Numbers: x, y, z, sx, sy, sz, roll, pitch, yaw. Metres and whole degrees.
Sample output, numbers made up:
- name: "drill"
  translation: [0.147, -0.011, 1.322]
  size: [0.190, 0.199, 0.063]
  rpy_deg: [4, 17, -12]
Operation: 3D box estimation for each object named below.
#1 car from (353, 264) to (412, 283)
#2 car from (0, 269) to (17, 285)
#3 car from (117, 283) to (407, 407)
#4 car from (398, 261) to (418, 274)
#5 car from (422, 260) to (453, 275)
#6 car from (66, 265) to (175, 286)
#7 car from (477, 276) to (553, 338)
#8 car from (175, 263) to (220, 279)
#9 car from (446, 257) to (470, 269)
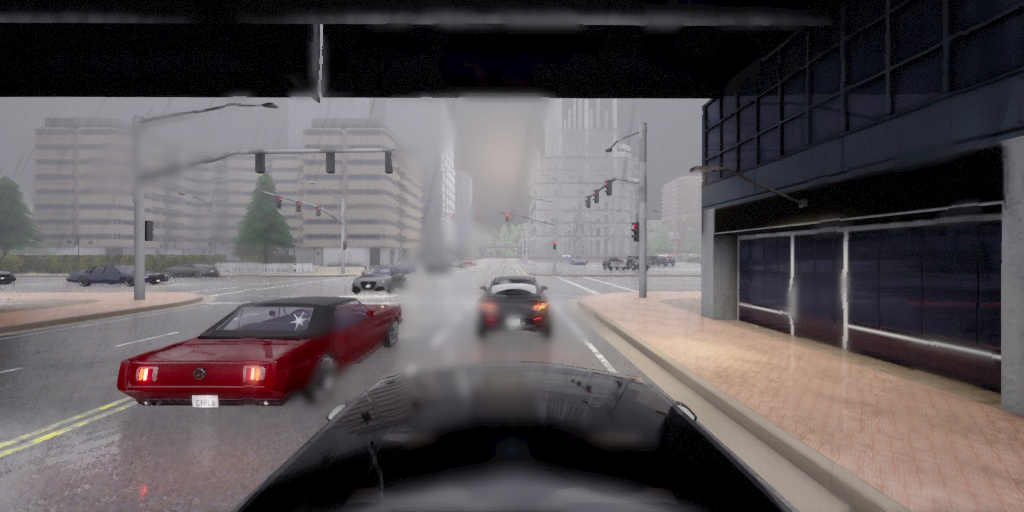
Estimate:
- name: "car"
  translation: [-7.248, 1.314, 19.969]
  size: [1.994, 1.385, 4.181]
  rpy_deg: [0, 0, -1]
- name: "car"
  translation: [-36.874, 1.255, 24.264]
  size: [4.892, 1.490, 1.837]
  rpy_deg: [0, 0, 0]
- name: "car"
  translation: [-3.439, 1.351, 6.262]
  size: [1.895, 1.301, 4.718]
  rpy_deg: [0, 0, 0]
- name: "car"
  translation: [-11.511, 1.276, 38.849]
  size: [1.812, 1.442, 4.674]
  rpy_deg: [0, 0, -1]
- name: "car"
  translation: [-8.011, 1.351, 38.904]
  size: [1.895, 1.301, 4.718]
  rpy_deg: [0, 0, -1]
- name: "car"
  translation: [-26.671, 1.297, 24.318]
  size: [5.357, 1.411, 2.033]
  rpy_deg: [0, 0, 0]
- name: "car"
  translation: [0.074, 1.276, 10.027]
  size: [1.812, 1.442, 4.674]
  rpy_deg: [0, 0, 0]
- name: "car"
  translation: [-28.229, 1.314, 31.483]
  size: [4.181, 1.385, 1.994]
  rpy_deg: [0, 0, 0]
- name: "car"
  translation: [-8.141, 1.241, 54.215]
  size: [2.128, 1.511, 4.902]
  rpy_deg: [0, 0, 0]
